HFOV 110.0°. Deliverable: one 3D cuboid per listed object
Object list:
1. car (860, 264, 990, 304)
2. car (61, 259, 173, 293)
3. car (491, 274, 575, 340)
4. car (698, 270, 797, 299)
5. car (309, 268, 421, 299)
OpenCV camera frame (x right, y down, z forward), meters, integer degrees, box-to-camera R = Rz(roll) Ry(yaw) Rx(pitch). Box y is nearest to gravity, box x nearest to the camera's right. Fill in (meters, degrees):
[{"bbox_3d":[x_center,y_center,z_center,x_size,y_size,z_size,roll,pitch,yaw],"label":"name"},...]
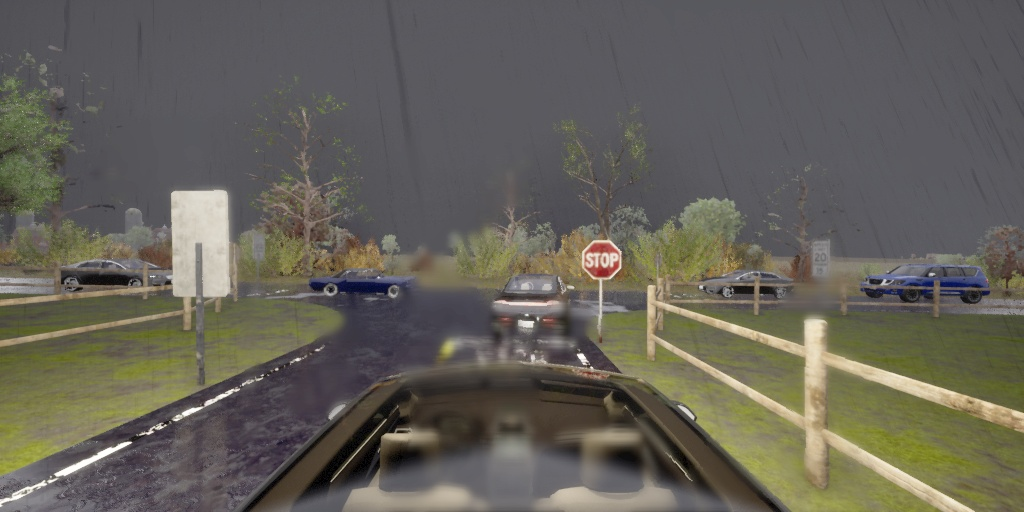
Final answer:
[{"bbox_3d":[22.899,1.466,19.977,5.566,2.045,2.150,1,1,0],"label":"car"},{"bbox_3d":[-18.490,0.885,17.075,4.902,1.511,2.128,1,1,0],"label":"car"},{"bbox_3d":[0.706,1.240,10.029,2.128,1.511,4.902,0,0,9],"label":"car"},{"bbox_3d":[13.003,1.525,19.988,4.902,1.511,2.128,1,1,0],"label":"car"},{"bbox_3d":[-6.823,1.248,17.059,4.718,1.301,1.895,1,1,0],"label":"car"}]
